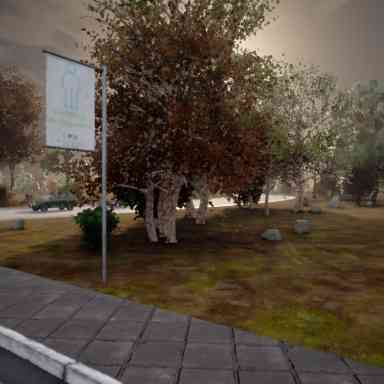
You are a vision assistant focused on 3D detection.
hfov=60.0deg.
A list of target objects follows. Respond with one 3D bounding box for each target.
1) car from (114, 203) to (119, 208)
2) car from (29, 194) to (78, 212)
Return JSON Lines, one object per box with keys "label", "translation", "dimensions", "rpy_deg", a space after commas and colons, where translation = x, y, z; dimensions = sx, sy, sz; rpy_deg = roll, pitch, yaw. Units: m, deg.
{"label": "car", "translation": [-10.141, 1.460, 48.167], "dimensions": [1.837, 1.490, 4.892], "rpy_deg": [0, 0, 37]}
{"label": "car", "translation": [-16.531, 1.210, 39.939], "dimensions": [2.150, 2.045, 5.566], "rpy_deg": [0, 0, 38]}
